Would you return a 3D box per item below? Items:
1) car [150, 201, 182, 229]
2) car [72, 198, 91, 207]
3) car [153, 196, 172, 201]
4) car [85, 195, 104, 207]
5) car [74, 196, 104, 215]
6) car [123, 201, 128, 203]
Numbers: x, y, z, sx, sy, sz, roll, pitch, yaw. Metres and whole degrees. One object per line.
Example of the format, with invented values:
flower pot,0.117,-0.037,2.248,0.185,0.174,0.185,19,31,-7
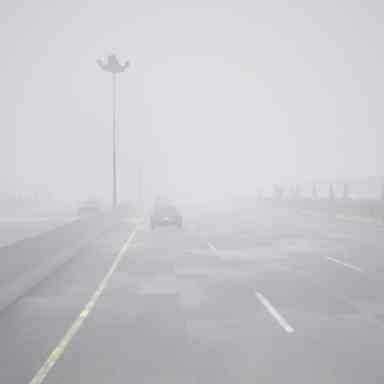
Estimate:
car,-1.709,1.533,21.773,1.994,1.385,4.181,0,0,-6
car,-19.795,1.828,59.753,2.128,1.511,4.902,0,-3,-5
car,-3.455,1.300,38.877,2.097,1.767,4.553,0,0,-6
car,-15.706,1.433,53.850,2.097,1.767,4.553,0,-1,-5
car,-10.132,1.469,33.491,1.882,1.535,5.008,0,0,-6
car,-14.250,2.711,74.558,2.097,1.767,4.553,0,-5,-6
